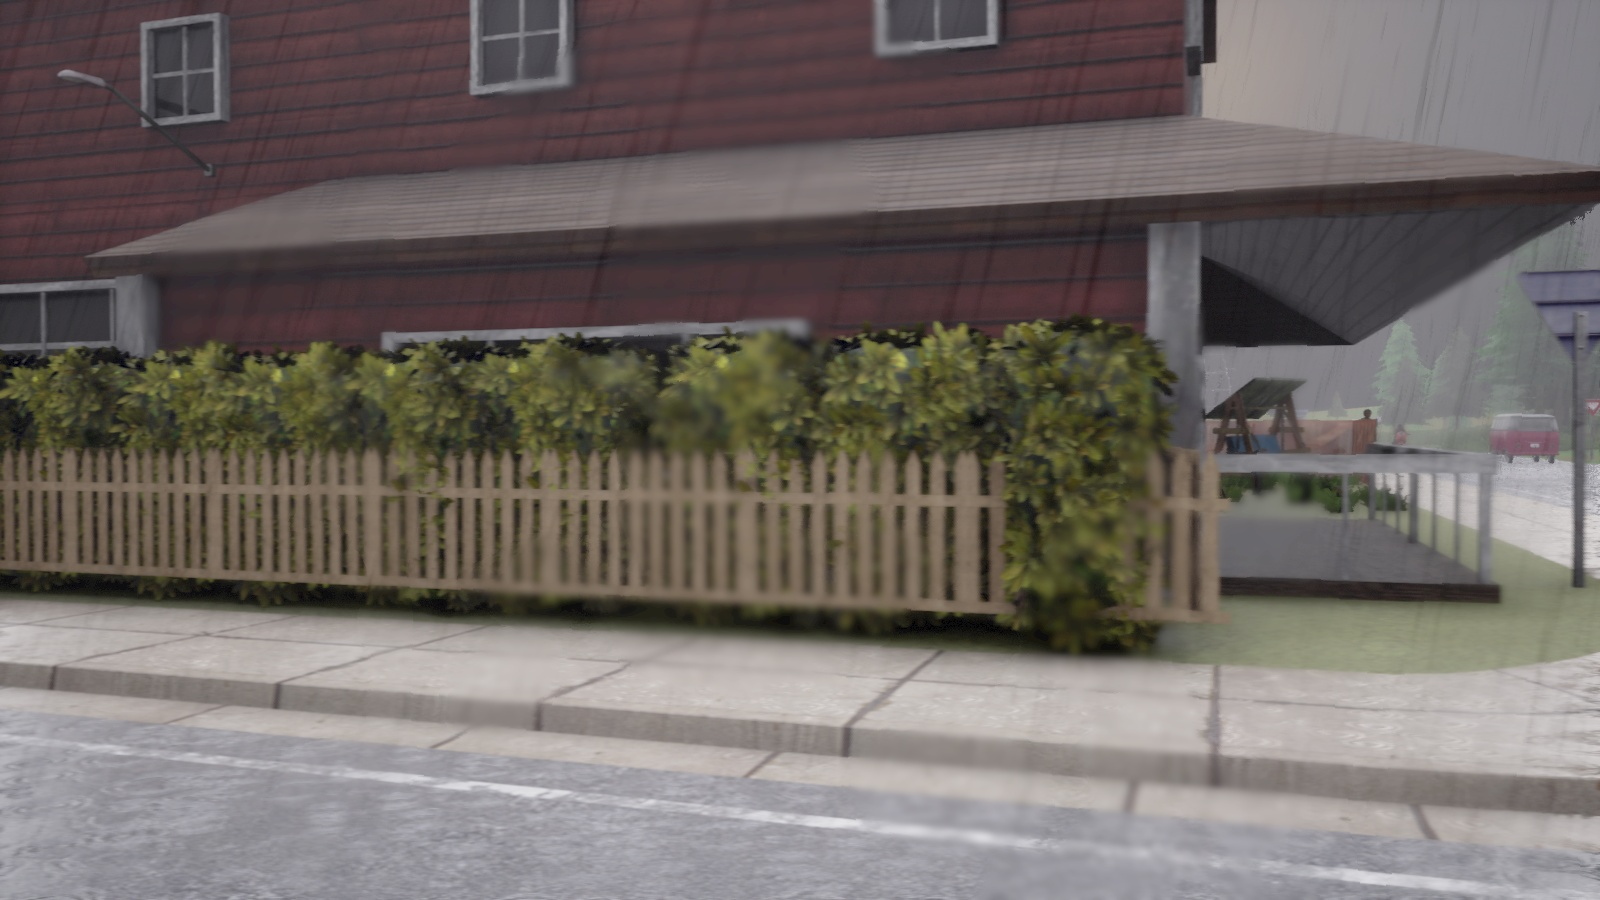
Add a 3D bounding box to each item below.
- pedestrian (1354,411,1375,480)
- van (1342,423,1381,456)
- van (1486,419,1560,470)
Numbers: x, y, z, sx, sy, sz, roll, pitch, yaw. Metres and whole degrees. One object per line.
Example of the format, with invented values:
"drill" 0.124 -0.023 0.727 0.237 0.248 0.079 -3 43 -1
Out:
"pedestrian" 14.872 -0.128 33.089 0.328 1.805 0.869 1 1 13
"van" 34.868 -0.667 78.067 1.775 1.987 4.442 1 1 19
"van" 29.553 -0.256 51.427 1.775 1.987 4.442 1 1 19
